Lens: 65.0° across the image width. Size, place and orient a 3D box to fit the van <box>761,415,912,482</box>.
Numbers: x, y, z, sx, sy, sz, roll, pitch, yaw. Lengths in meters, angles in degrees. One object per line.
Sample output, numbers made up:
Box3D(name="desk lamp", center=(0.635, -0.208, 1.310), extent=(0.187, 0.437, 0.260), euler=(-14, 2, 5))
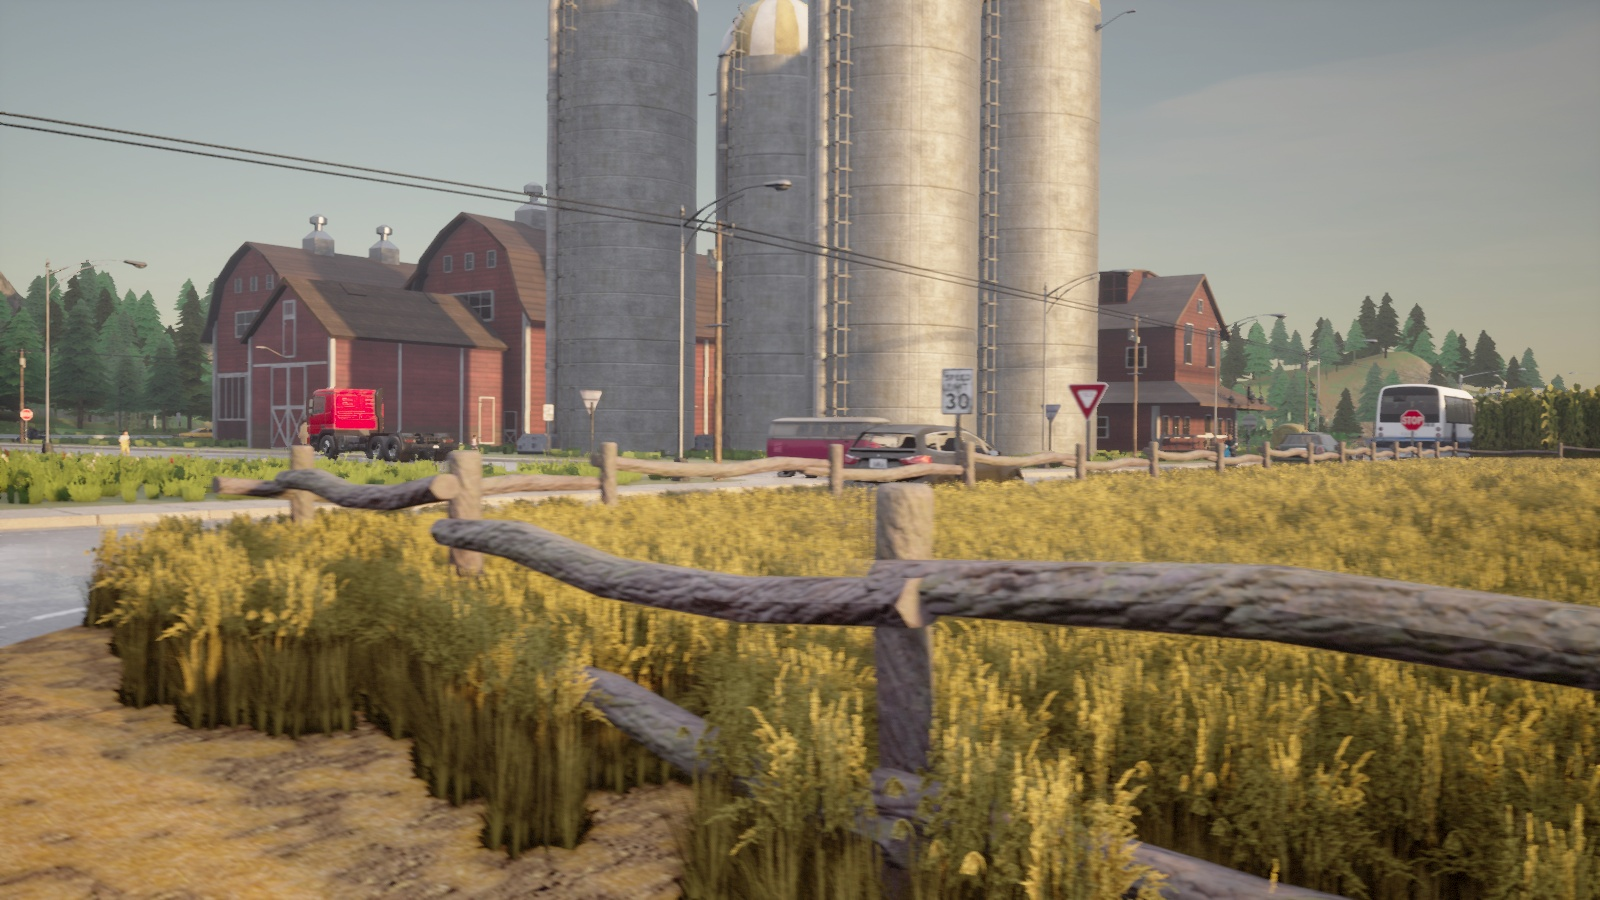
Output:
Box3D(name="van", center=(1.112, -0.060, 39.265), extent=(4.442, 1.987, 1.775), euler=(0, 1, 34))

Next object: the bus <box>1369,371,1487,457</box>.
Box3D(name="bus", center=(34.084, -1.878, 67.895), extent=(3.944, 4.253, 10.273), euler=(0, 1, 37))

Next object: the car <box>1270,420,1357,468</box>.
Box3D(name="car", center=(20.206, -0.265, 49.322), extent=(2.097, 1.767, 4.553), euler=(0, 1, 37))

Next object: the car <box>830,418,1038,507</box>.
Box3D(name="car", center=(2.883, 0.194, 26.135), extent=(2.242, 1.667, 4.611), euler=(0, 1, 37))

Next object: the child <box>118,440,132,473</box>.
Box3D(name="child", center=(-26.071, 0.242, 48.496), extent=(0.437, 1.263, 0.270), euler=(0, 1, 35))

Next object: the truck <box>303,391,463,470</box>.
Box3D(name="truck", center=(-19.457, -0.870, 58.376), extent=(7.936, 3.462, 2.891), euler=(0, 1, 36))

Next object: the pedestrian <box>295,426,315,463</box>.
Box3D(name="pedestrian", center=(-26.935, -0.301, 68.346), extent=(0.873, 1.952, 0.659), euler=(0, 1, 37))
